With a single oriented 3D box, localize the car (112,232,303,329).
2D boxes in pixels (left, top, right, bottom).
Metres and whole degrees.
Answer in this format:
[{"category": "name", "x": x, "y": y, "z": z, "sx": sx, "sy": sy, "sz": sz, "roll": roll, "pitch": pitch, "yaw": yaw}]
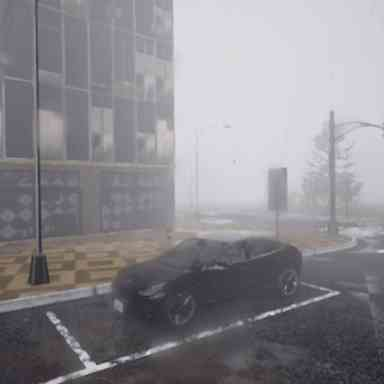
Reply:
[{"category": "car", "x": 0.518, "y": 1.564, "z": 6.943, "sx": 4.313, "sy": 1.339, "sz": 1.947, "roll": 0, "pitch": -1, "yaw": -36}]
